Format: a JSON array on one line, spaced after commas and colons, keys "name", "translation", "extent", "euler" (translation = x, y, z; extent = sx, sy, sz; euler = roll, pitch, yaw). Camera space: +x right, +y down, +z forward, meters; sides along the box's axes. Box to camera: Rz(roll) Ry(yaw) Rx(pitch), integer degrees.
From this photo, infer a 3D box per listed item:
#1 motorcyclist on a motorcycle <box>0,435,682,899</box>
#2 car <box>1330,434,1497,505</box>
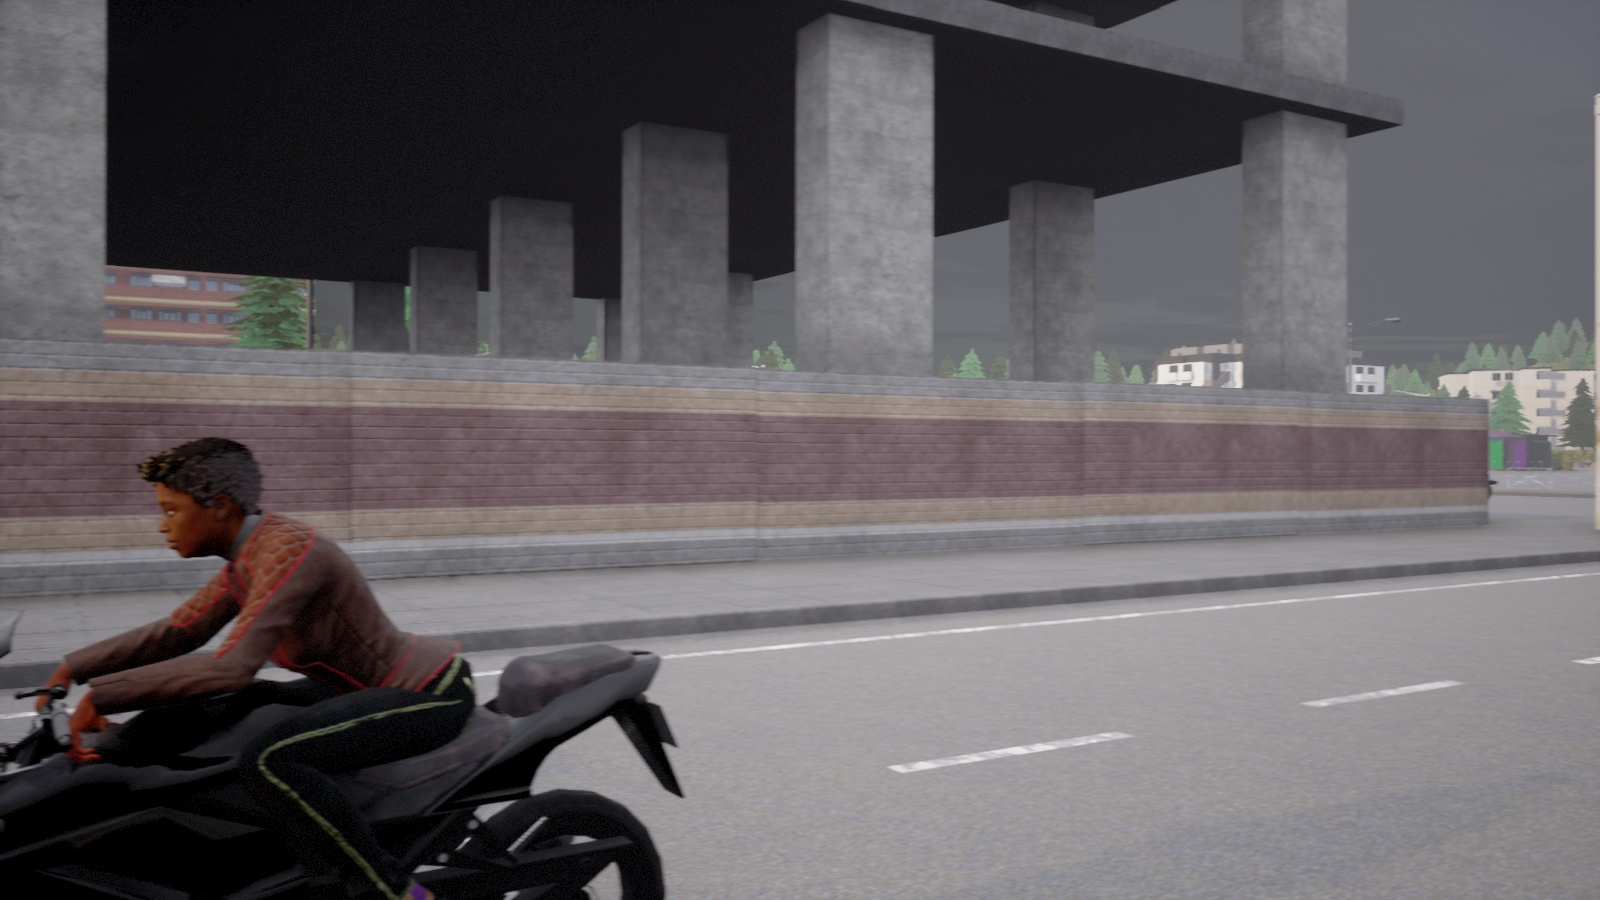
[{"name": "motorcyclist on a motorcycle", "translation": [-1.359, 0.735, 2.774], "extent": [2.044, 1.523, 0.797], "euler": [0, 0, -31]}, {"name": "car", "translation": [17.403, 0.526, 35.777], "extent": [1.905, 1.878, 3.866], "euler": [0, 0, -31]}]
